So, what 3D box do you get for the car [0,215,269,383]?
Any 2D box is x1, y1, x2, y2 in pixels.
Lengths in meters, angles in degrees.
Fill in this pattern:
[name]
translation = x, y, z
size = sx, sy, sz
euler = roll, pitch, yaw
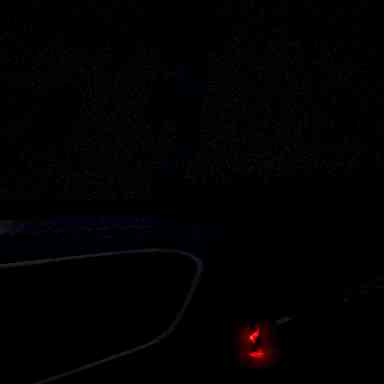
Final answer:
[car]
translation = -2.036, 1.225, 1.615
size = 5.566, 2.045, 2.150
euler = 0, 0, -35
